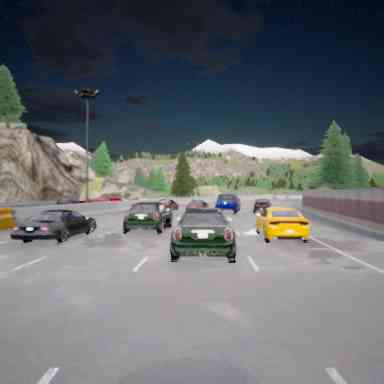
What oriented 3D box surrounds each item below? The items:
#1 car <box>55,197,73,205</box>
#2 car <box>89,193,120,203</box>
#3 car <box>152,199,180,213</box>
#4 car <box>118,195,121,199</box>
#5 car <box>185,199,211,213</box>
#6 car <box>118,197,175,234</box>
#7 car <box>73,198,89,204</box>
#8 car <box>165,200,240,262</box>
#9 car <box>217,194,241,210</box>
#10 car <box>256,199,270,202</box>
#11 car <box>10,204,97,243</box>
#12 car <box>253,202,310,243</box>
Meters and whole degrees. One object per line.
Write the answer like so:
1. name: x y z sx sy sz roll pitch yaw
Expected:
1. car: -20.142 1.537 53.824 1.994 1.385 4.181 0 0 18
2. car: -13.255 1.195 52.494 2.150 2.045 5.566 0 0 18
3. car: -2.801 1.506 37.398 1.812 1.442 4.674 0 0 13
4. car: -9.442 1.537 52.797 1.994 1.385 4.181 0 0 19
5. car: 0.715 1.545 36.998 1.994 1.385 4.181 0 0 14
6. car: -2.424 1.342 19.383 2.097 1.767 4.553 0 0 6
7. car: -16.534 1.574 53.737 1.895 1.301 4.718 0 0 18
8. car: 0.450 1.346 12.255 2.097 1.767 4.553 0 0 3
9. car: 3.911 1.203 35.536 2.150 2.045 5.566 0 0 13
10. car: 7.782 1.486 36.451 1.837 1.490 4.892 0 0 14
11. car: -6.330 1.539 15.933 2.033 1.411 5.357 0 0 5
12. car: 4.254 1.469 16.153 1.882 1.535 5.008 0 0 5
